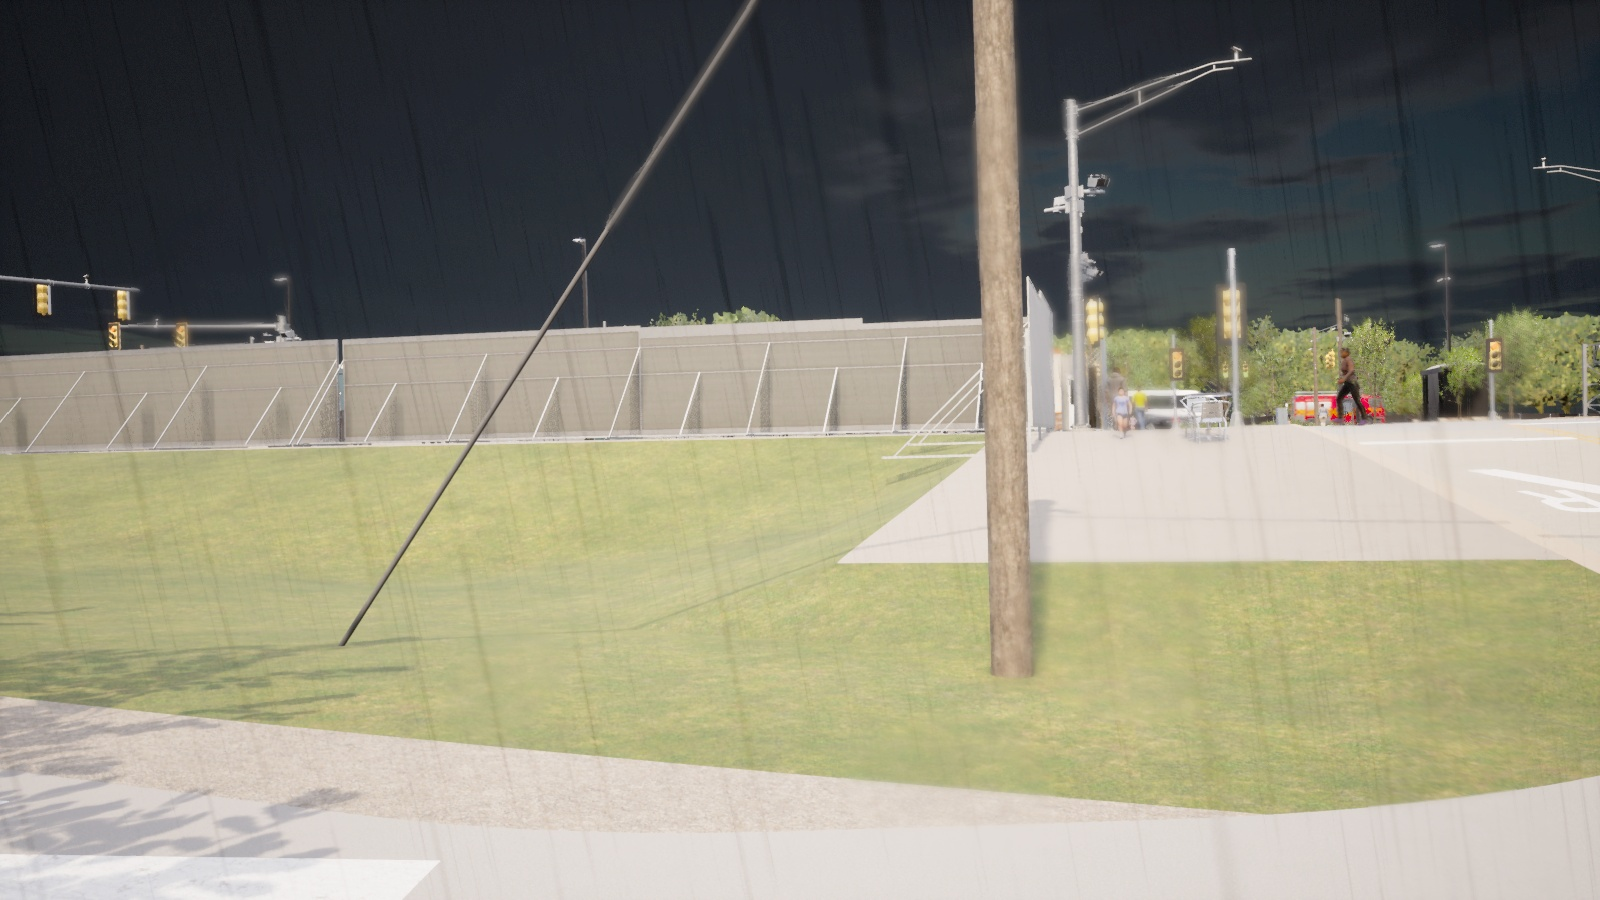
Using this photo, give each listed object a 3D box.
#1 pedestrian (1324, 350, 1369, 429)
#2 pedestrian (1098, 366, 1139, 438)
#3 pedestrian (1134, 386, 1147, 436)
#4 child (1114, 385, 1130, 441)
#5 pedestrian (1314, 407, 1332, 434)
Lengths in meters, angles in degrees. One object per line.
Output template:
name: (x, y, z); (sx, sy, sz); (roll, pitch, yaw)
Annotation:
pedestrian: (12.612, -1.395, 28.980); (0.869, 1.805, 0.328); (-1, 0, -1)
pedestrian: (8.828, -1.329, 34.831); (0.873, 1.952, 0.659); (-1, 0, -38)
pedestrian: (12.797, -1.456, 47.150); (0.354, 1.836, 0.706); (-1, 0, 8)
child: (6.515, -0.746, 25.397); (0.255, 1.110, 0.394); (-1, 0, 10)
pedestrian: (36.434, -2.055, 87.511); (0.874, 1.855, 0.900); (-1, 0, 4)
